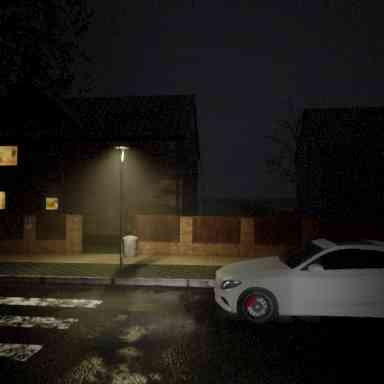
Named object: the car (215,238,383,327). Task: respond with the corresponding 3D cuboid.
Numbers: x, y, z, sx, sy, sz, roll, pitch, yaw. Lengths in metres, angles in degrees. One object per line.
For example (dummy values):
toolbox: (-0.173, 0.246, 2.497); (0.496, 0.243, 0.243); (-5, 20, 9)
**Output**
car: (2.784, 1.655, 6.538); (4.674, 1.442, 1.812); (-1, -2, 7)
